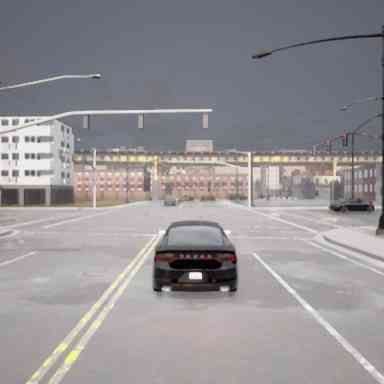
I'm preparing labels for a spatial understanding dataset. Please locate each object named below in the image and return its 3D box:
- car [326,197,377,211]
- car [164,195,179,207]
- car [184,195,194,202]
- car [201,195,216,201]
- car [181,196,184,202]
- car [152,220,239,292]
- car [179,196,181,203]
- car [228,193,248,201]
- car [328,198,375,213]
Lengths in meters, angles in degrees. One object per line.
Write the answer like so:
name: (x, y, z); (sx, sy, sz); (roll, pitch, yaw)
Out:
car: (18.505, 1.422, 38.847); (4.902, 1.511, 2.128); (-1, 0, 1)
car: (-3.607, 1.610, 54.737); (1.837, 1.490, 4.892); (0, 0, 0)
car: (-1.139, 1.515, 83.850); (2.097, 1.767, 4.553); (0, 0, 23)
car: (4.338, 1.520, 86.159); (2.097, 1.767, 4.553); (0, 0, 39)
car: (-3.529, 1.497, 74.003); (2.097, 1.767, 4.553); (0, 0, 2)
car: (0.077, 1.495, 9.015); (1.882, 1.535, 5.008); (0, 0, 0)
car: (-3.589, 1.600, 63.950); (1.882, 1.535, 5.008); (0, 0, 0)
car: (12.826, 1.403, 93.003); (5.566, 2.045, 2.150); (0, 0, -24)
car: (17.037, 1.502, 35.374); (4.181, 1.385, 1.994); (-1, 0, 1)
